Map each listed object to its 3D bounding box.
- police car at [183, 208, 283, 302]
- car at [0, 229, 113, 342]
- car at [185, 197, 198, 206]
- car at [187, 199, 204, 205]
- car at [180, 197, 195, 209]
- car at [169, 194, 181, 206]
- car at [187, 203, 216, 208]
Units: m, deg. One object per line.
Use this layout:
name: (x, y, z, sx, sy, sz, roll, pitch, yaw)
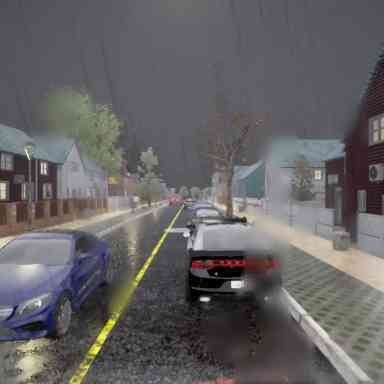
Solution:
police car: (0.807, 1.426, 8.432, 1.930, 1.638, 5.238, 0, 0, 0)
car: (-2.864, 1.526, 6.670, 1.812, 1.442, 4.674, 0, 0, 0)
car: (-0.123, 1.679, 58.096, 2.128, 1.511, 4.902, 0, 0, 0)
car: (0.774, 1.500, 24.324, 1.882, 1.535, 5.008, 0, 0, 0)
car: (-0.075, 1.595, 44.909, 2.128, 1.511, 4.902, 0, 0, 1)
car: (-2.875, 1.414, 58.853, 2.150, 2.045, 5.566, 0, 0, 0)
car: (0.786, 1.536, 18.323, 1.812, 1.442, 4.674, 0, 0, 0)
